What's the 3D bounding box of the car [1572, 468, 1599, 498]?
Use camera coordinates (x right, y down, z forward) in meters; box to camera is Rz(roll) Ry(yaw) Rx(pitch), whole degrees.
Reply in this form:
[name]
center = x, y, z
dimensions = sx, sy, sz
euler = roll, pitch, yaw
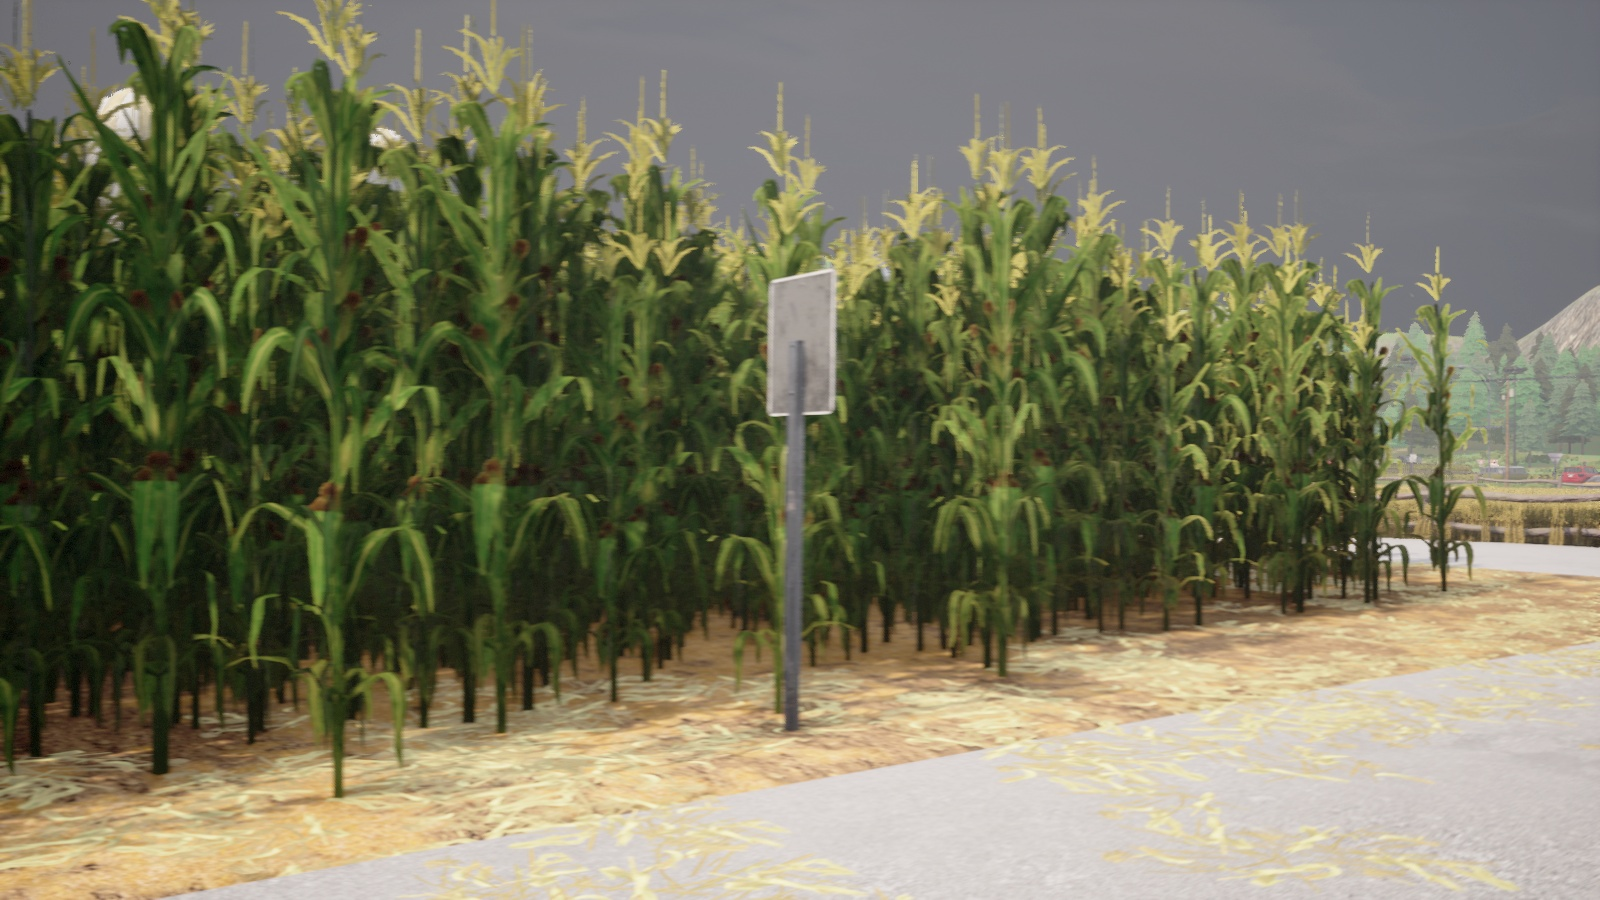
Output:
[car]
center = 44.630, 1.796, 69.490
dimensions = 5.366, 1.575, 1.801
euler = 1, -1, -42
